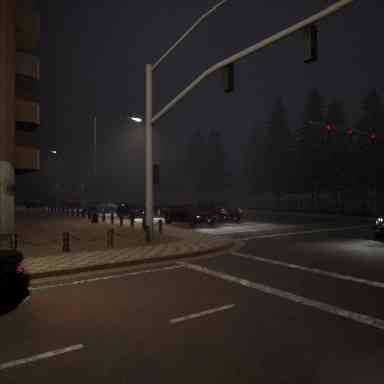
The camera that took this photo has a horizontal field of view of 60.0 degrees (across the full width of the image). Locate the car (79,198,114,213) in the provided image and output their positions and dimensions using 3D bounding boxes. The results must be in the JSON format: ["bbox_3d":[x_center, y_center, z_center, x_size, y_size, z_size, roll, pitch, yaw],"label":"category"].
[{"bbox_3d":[-11.146,1.656,38.586,1.895,1.301,4.718,0,0,-36],"label":"car"}]

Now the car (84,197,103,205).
[{"bbox_3d":[-17.987,1.656,60.388,1.895,1.301,4.718,0,0,-36],"label":"car"}]

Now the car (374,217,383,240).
[{"bbox_3d":[10.664,1.376,15.874,4.553,1.767,2.097,0,0,-35],"label":"car"}]

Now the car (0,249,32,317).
[{"bbox_3d":[-5.001,1.491,4.725,4.902,1.511,2.128,0,0,-35],"label":"car"}]

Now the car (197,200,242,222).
[{"bbox_3d":[1.895,1.407,26.465,2.097,1.767,4.553,0,0,-36],"label":"car"}]

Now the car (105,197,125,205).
[{"bbox_3d":[-14.194,1.656,61.092,1.895,1.301,4.718,0,0,-36],"label":"car"}]

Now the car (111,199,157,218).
[{"bbox_3d":[-5.403,1.619,30.602,1.994,1.385,4.181,0,0,-36],"label":"car"}]

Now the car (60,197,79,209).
[{"bbox_3d":[-17.256,1.533,47.131,1.882,1.535,5.008,0,0,-35],"label":"car"}]

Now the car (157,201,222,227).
[{"bbox_3d":[-0.286,1.581,23.533,1.812,1.442,4.674,0,0,-37],"label":"car"}]

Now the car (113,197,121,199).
[{"bbox_3d":[-9.390,1.603,42.141,2.033,1.411,5.357,0,0,-35],"label":"car"}]

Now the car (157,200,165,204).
[{"bbox_3d":[-3.342,1.547,33.734,2.128,1.511,4.902,0,0,-36],"label":"car"}]
